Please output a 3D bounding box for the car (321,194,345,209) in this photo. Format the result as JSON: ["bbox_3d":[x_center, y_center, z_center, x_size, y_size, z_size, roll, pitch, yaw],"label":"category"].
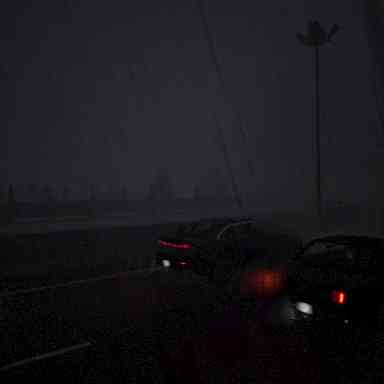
[{"bbox_3d":[15.611,1.356,36.677,1.882,1.535,5.008,0,0,33],"label":"car"}]

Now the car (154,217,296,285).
[{"bbox_3d":[1.252,1.469,9.474,4.902,1.511,2.128,0,0,-39],"label":"car"}]

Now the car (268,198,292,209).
[{"bbox_3d":[11.571,1.473,43.363,2.033,1.411,5.357,-1,0,32],"label":"car"}]

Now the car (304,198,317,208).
[{"bbox_3d":[16.522,1.445,44.746,1.994,1.385,4.181,-1,0,31],"label":"car"}]

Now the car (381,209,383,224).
[{"bbox_3d":[14.253,1.381,22.627,1.837,1.490,4.892,0,0,40],"label":"car"}]

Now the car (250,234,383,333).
[{"bbox_3d":[3.530,1.566,6.786,4.718,1.301,1.895,0,0,-39],"label":"car"}]

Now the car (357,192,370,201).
[{"bbox_3d":[37.152,0.923,71.953,2.150,2.045,5.566,-1,0,31],"label":"car"}]
